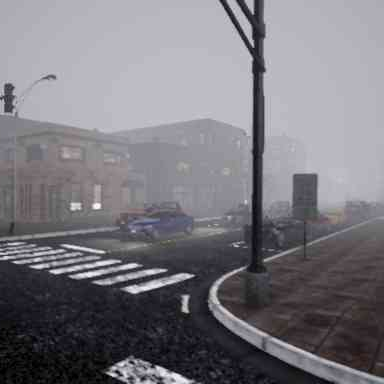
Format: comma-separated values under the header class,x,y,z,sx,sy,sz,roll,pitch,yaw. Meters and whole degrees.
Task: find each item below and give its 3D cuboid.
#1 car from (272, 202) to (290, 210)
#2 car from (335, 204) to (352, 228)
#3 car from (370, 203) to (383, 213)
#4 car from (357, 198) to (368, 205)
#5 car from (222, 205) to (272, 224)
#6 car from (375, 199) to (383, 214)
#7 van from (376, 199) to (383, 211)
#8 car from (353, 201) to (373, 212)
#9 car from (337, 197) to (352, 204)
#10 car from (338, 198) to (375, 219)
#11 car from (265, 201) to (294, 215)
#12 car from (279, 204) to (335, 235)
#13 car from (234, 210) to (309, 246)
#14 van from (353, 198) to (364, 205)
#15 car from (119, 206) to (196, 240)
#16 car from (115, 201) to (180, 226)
class,x,y,z,sx,sy,sz,roll,pitch,yaw
car,10.106,1.967,34.727,1.994,1.385,4.181,1,0,36
car,10.792,1.913,25.876,1.752,1.417,4.829,0,-1,36
car,27.085,2.231,48.116,1.802,1.307,4.206,0,-1,36
car,43.276,2.384,84.398,1.967,1.590,4.097,0,-1,36
car,4.214,1.799,26.687,2.128,1.511,4.902,1,0,36
car,23.807,2.036,43.642,1.967,1.590,4.097,0,-1,36
van,30.365,2.042,52.594,1.690,1.788,3.998,0,-1,36
car,26.665,2.201,51.907,2.033,1.411,5.357,1,0,35
car,30.161,2.286,66.494,2.008,1.369,4.403,0,-1,36
car,17.250,1.806,34.692,2.192,1.841,5.009,0,-1,36
car,10.488,1.861,39.641,1.967,1.590,4.097,0,-1,36
car,7.413,1.773,21.263,1.967,1.590,4.097,0,-1,36
car,4.134,1.846,16.787,1.947,1.339,4.313,0,-1,36
van,39.998,2.233,79.923,1.690,1.788,3.998,0,-1,36
car,-1.594,1.740,18.749,1.812,1.442,4.674,1,0,36
car,-2.626,1.525,21.740,2.192,1.841,5.009,0,-1,36
